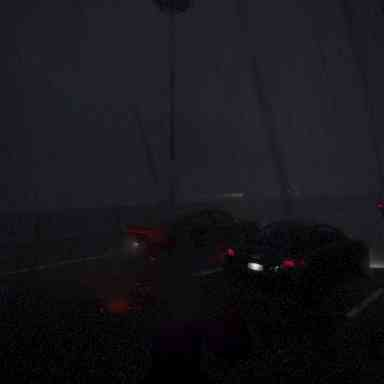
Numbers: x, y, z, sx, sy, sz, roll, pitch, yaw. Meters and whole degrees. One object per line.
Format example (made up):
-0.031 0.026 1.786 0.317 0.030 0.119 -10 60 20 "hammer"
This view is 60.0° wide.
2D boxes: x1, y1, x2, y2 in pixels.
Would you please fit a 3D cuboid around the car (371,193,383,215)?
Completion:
15.184 0.970 23.763 5.357 1.411 2.033 -1 2 -38 "car"

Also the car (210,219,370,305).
2.594 1.359 7.765 1.994 1.385 4.181 2 2 44 "car"

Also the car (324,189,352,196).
20.350 0.414 44.480 4.674 1.442 1.812 0 2 -32 "car"

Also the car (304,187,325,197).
18.805 0.274 47.636 5.008 1.535 1.882 0 2 -31 "car"

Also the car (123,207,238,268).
0.248 1.191 10.380 1.882 1.535 5.008 2 2 44 "car"

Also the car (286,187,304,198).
16.394 0.064 50.251 4.553 1.767 2.097 -1 2 -32 "car"

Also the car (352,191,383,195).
22.775 0.570 41.870 4.718 1.301 1.895 -1 2 -31 "car"
